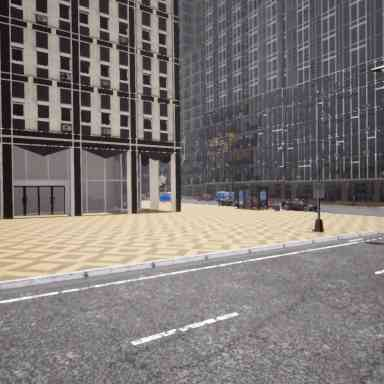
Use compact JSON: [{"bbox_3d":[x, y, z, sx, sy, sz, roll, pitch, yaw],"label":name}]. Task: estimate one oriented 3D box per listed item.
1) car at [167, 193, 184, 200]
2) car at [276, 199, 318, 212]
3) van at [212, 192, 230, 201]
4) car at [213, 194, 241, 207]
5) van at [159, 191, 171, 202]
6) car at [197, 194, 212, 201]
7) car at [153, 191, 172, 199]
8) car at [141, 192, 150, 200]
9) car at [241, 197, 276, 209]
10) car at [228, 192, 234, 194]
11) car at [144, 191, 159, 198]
[{"bbox_3d":[-3.770,0.935,73.400,1.802,1.307,4.206,0,1,-34],"label":"car"},{"bbox_3d":[11.612,1.423,35.736,1.947,1.339,4.313,0,1,-34],"label":"car"},{"bbox_3d":[5.835,0.855,59.309,1.690,1.788,3.998,0,1,-34],"label":"van"},{"bbox_3d":[5.271,1.319,45.172,1.947,1.339,4.313,0,1,-34],"label":"car"},{"bbox_3d":[-4.290,0.937,59.285,1.690,1.788,3.998,0,1,-34],"label":"van"},{"bbox_3d":[2.634,1.043,64.008,1.802,1.307,4.206,0,1,-34],"label":"car"},{"bbox_3d":[-6.973,0.615,78.092,2.192,1.841,5.009,0,1,-34],"label":"car"},{"bbox_3d":[-10.695,1.039,68.679,2.008,1.369,4.403,0,1,-34],"label":"car"},{"bbox_3d":[8.424,1.388,40.444,1.802,1.307,4.206,0,1,-34],"label":"car"},{"bbox_3d":[8.089,1.191,51.398,1.994,1.385,4.181,-1,1,-34],"label":"car"},{"bbox_3d":[-10.175,0.686,82.789,1.967,1.590,4.097,0,1,-34],"label":"car"}]
